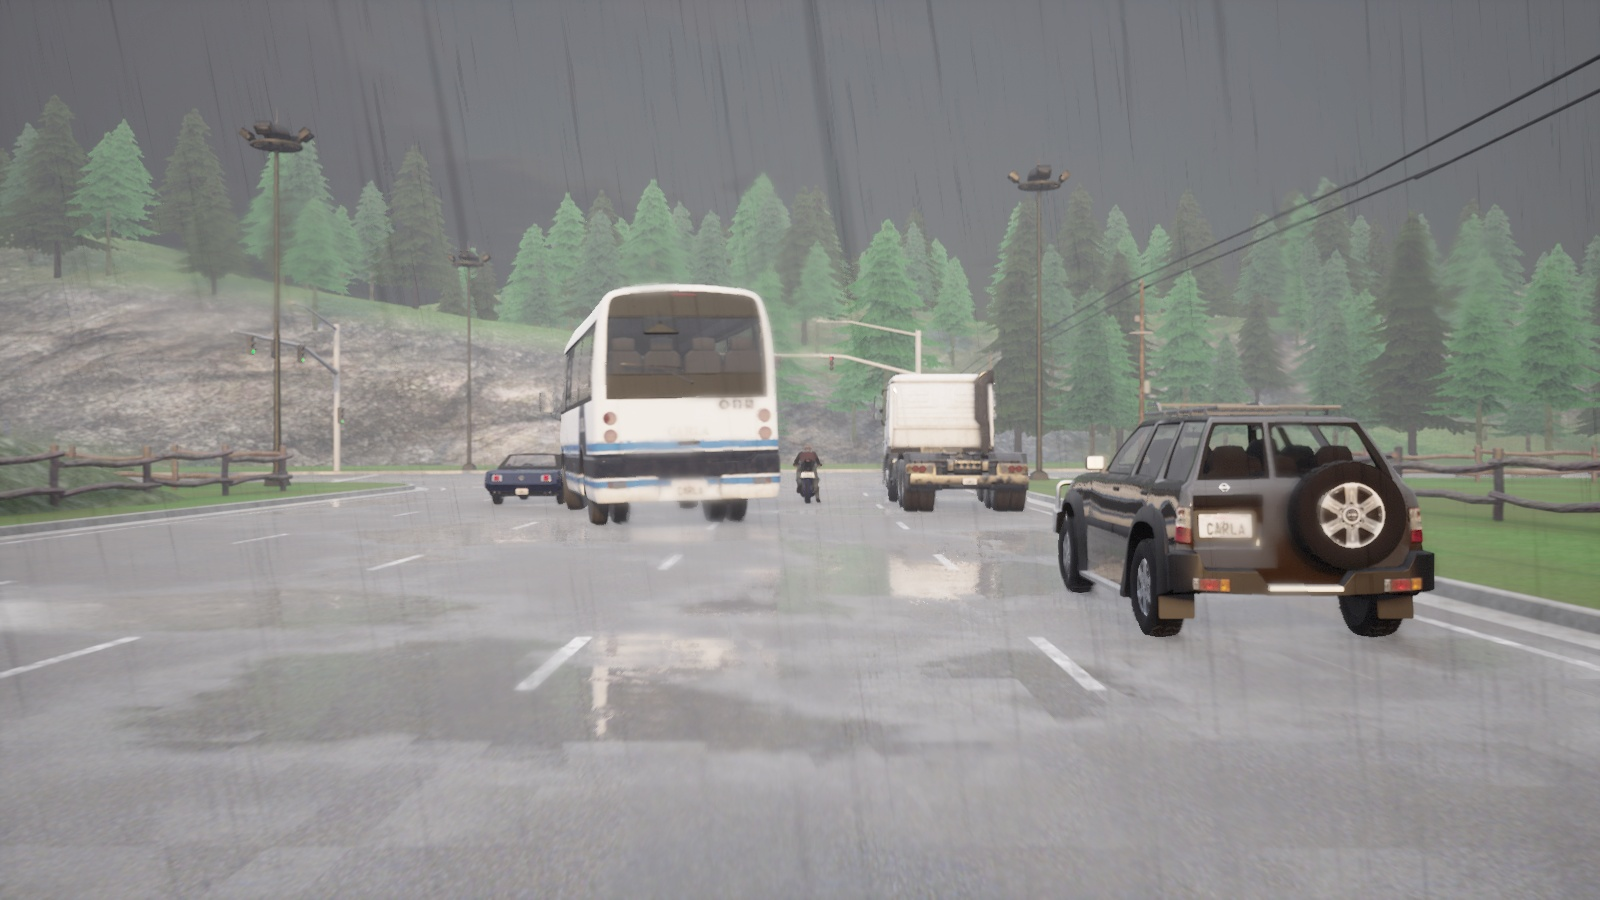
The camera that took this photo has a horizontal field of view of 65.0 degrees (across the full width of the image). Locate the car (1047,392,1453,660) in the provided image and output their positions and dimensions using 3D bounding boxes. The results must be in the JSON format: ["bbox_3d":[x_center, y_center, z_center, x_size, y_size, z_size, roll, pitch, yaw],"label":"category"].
[{"bbox_3d":[3.579,0.518,11.033,1.932,1.855,4.605,0,0,0],"label":"car"}]

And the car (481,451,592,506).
[{"bbox_3d":[-6.797,0.698,32.852,1.895,1.301,4.718,0,0,0],"label":"car"}]

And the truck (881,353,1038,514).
[{"bbox_3d":[3.694,-0.369,31.016,2.891,3.462,7.936,0,0,0],"label":"truck"}]

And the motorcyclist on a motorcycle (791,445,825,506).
[{"bbox_3d":[0.203,0.639,32.788,0.866,1.530,2.191,0,0,0],"label":"motorcyclist on a motorcycle"}]

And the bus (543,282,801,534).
[{"bbox_3d":[-3.181,-0.749,26.628,3.944,4.253,10.273,-1,0,-14],"label":"bus"}]
